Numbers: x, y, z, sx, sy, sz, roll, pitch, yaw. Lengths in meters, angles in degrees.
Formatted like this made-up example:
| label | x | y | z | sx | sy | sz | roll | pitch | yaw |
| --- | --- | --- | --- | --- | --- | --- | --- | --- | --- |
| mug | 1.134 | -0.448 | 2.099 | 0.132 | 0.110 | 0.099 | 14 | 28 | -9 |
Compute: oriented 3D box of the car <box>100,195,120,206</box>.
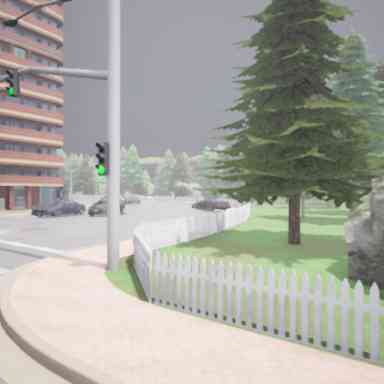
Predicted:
| label | x | y | z | sx | sy | sz | roll | pitch | yaw |
| --- | --- | --- | --- | --- | --- | --- | --- | --- | --- |
| car | -12.585 | 1.240 | 50.894 | 2.128 | 1.511 | 4.902 | 0 | 0 | -23 |

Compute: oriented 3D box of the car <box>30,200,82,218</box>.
| label | x | y | z | sx | sy | sz | roll | pitch | yaw |
| --- | --- | --- | --- | --- | --- | --- | --- | --- | --- |
| car | -11.119 | 1.366 | 28.266 | 2.033 | 1.411 | 5.357 | 0 | 0 | 15 |

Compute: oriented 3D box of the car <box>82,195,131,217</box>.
| label | x | y | z | sx | sy | sz | roll | pitch | yaw |
| --- | --- | --- | --- | --- | --- | --- | --- | --- | --- |
| car | -7.375 | 1.335 | 29.336 | 1.837 | 1.490 | 4.892 | 1 | 0 | 11 |

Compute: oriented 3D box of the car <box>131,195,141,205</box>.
| label | x | y | z | sx | sy | sz | roll | pitch | yaw |
| --- | --- | --- | --- | --- | --- | --- | --- | --- | --- |
| car | -9.365 | 1.282 | 52.209 | 1.812 | 1.442 | 4.674 | 0 | 0 | -23 |

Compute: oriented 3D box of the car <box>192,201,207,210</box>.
| label | x | y | z | sx | sy | sz | roll | pitch | yaw |
| --- | --- | --- | --- | --- | --- | --- | --- | --- | --- |
| car | 1.995 | 1.360 | 36.806 | 2.033 | 1.411 | 5.357 | -2 | 0 | -31 |
